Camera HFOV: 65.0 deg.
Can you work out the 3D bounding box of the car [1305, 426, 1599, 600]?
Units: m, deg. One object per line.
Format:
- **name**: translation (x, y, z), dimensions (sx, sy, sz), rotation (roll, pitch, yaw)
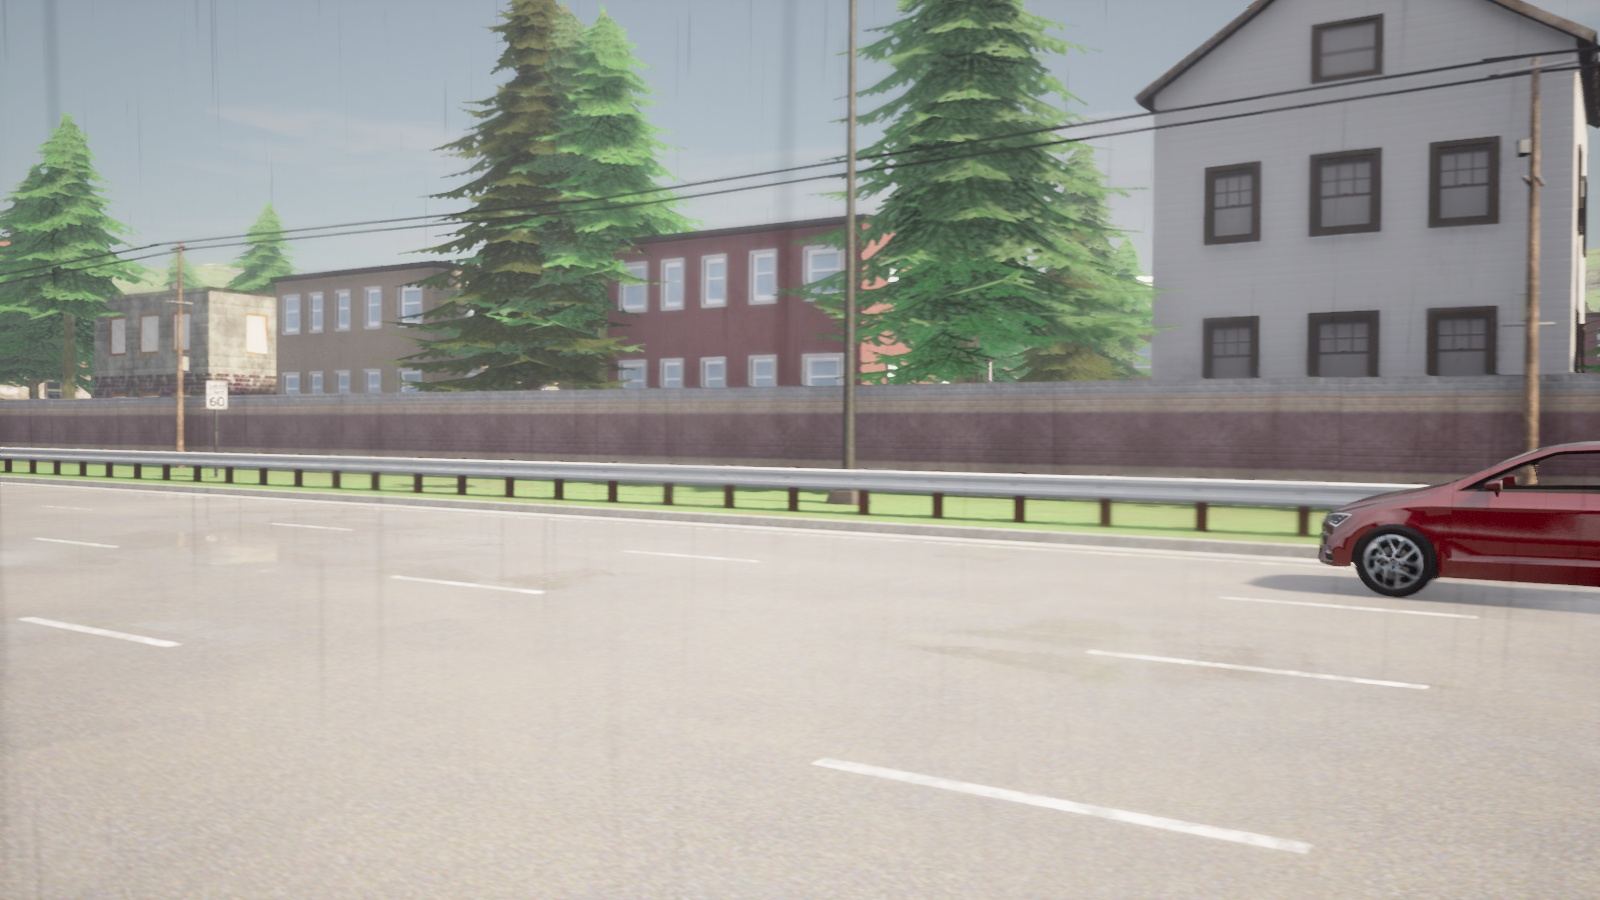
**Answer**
- **car**: translation (7.053, 0.524, 11.543), dimensions (4.193, 1.474, 1.816), rotation (0, 1, 34)
